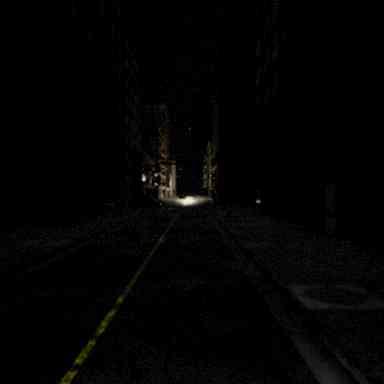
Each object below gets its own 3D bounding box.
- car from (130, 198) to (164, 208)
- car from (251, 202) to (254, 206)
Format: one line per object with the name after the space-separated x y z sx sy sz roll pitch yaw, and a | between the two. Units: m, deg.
-6.531 1.620 48.412 4.892 1.490 1.837 2 0 0 | car
11.673 1.768 53.953 4.206 1.307 1.802 1 0 0 | car
